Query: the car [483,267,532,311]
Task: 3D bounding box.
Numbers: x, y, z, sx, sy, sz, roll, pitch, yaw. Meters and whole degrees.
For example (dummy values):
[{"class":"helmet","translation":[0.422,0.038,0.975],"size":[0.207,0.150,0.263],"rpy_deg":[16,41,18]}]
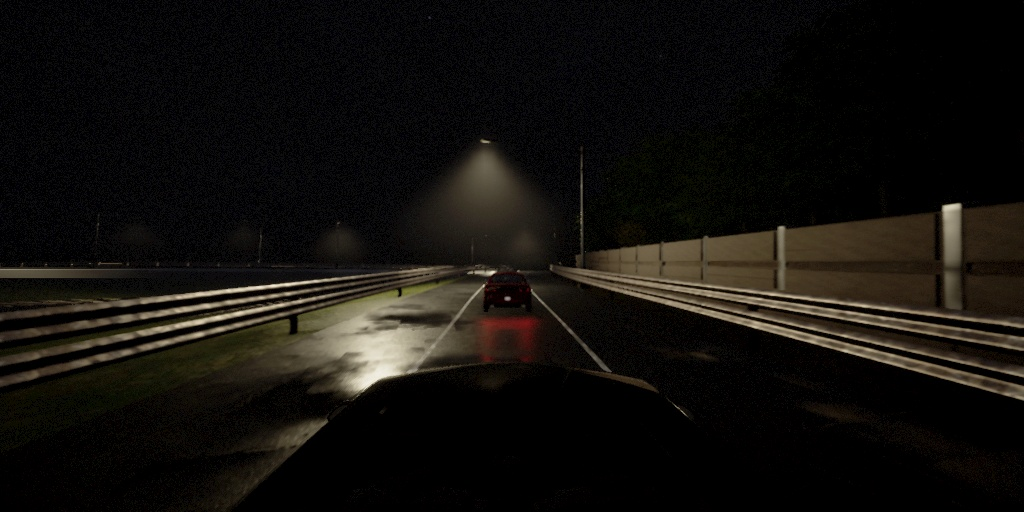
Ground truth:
[{"class":"car","translation":[-0.202,1.416,15.566],"size":[1.882,1.535,5.008],"rpy_deg":[0,0,-1]}]
